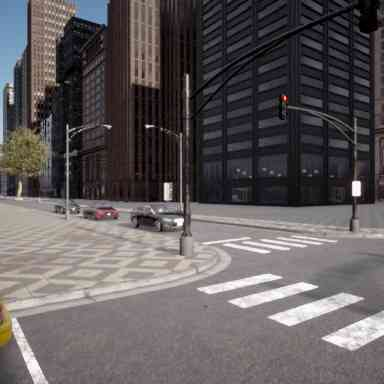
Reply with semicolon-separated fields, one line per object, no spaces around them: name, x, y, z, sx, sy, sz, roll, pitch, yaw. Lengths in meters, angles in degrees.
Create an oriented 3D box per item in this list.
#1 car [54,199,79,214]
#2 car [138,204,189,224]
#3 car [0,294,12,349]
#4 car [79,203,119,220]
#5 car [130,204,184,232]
car;-13.893;1.598;36.911;1.837;1.490;4.892;0;0;-36
car;-2.376;1.649;26.287;1.895;1.301;4.718;0;0;-35
car;-4.600;1.526;3.368;4.829;1.417;1.752;0;0;-36
car;-7.868;1.631;28.539;1.994;1.385;4.181;0;0;-35
car;-2.113;1.534;20.542;2.128;1.511;4.902;0;0;-36
